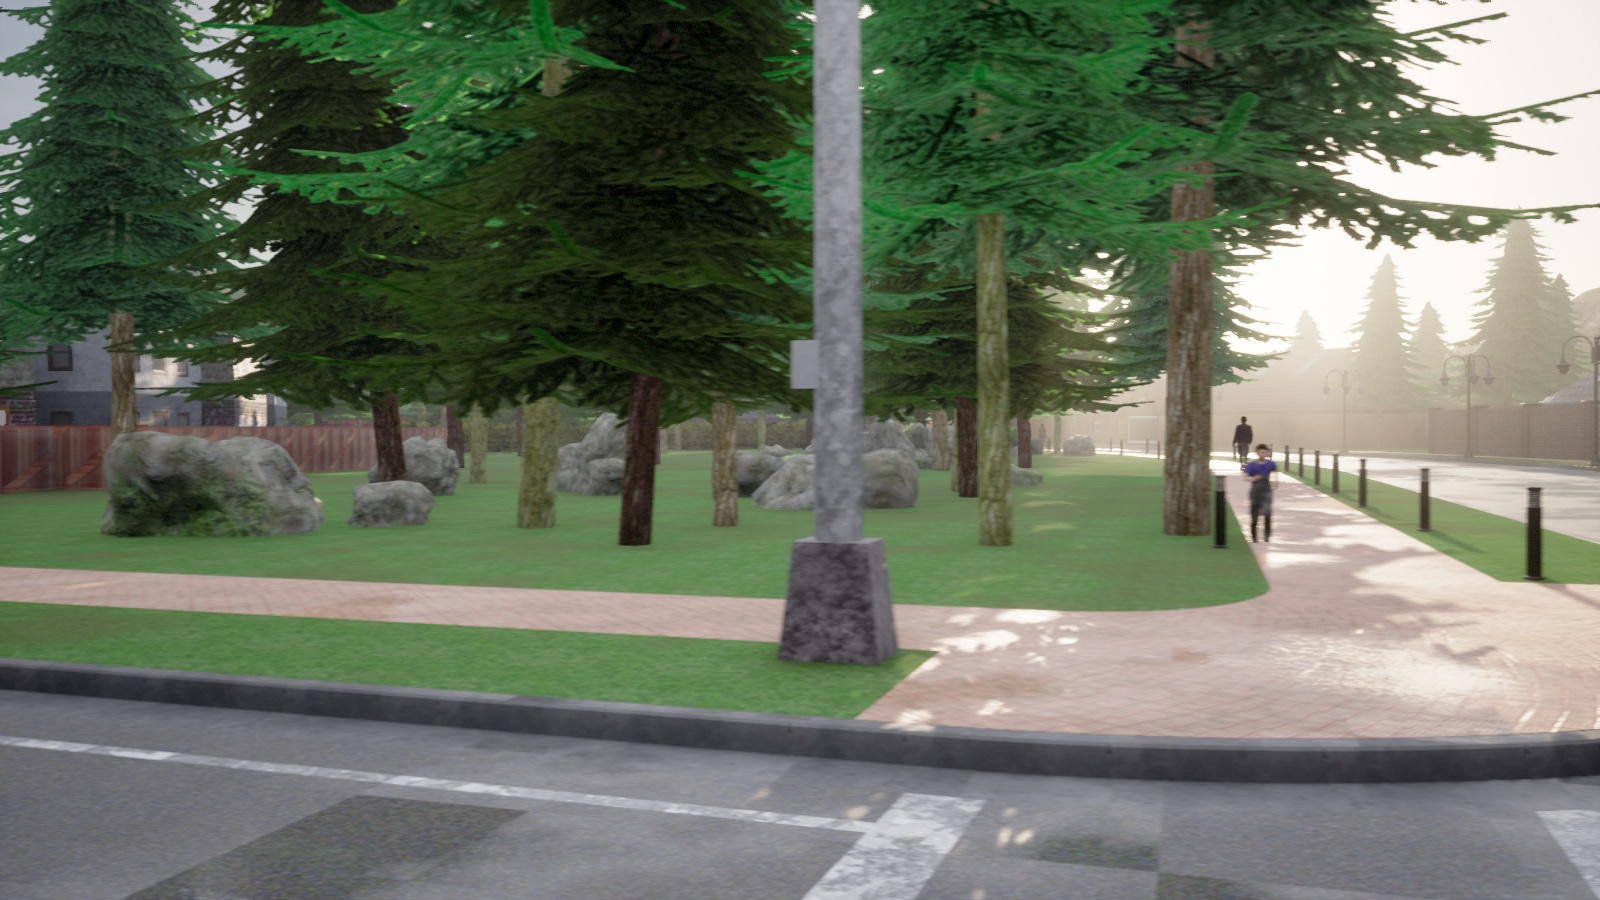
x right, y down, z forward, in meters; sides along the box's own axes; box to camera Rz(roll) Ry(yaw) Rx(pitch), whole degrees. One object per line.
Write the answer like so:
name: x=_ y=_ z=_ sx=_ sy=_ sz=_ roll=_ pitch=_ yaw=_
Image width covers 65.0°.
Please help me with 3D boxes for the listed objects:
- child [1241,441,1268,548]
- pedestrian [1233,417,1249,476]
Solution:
child: x=5.454 y=0.527 z=15.069 sx=0.270 sy=1.263 sz=0.437 roll=1 pitch=1 yaw=17
pedestrian: x=14.005 y=-0.119 z=39.890 sx=0.431 sy=1.840 sz=0.703 roll=0 pitch=1 yaw=15
